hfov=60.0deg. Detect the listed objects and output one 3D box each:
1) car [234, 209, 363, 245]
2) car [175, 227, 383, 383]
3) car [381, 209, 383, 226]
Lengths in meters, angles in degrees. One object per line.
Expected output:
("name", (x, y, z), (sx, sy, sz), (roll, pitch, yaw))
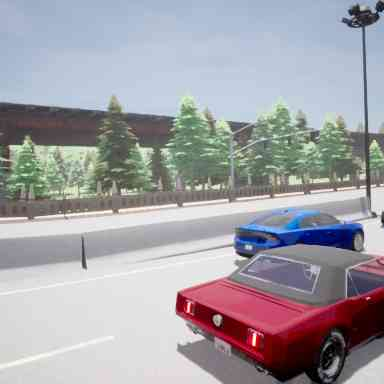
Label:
("car", (3.568, 1.282, 10.636), (5.008, 1.535, 1.882), (-3, 2, -36))
("car", (2.176, 1.539, 5.322), (4.718, 1.301, 1.895), (-2, 1, -36))
("car", (10.847, 0.878, 15.882), (4.181, 1.385, 1.994), (-4, 2, -36))
